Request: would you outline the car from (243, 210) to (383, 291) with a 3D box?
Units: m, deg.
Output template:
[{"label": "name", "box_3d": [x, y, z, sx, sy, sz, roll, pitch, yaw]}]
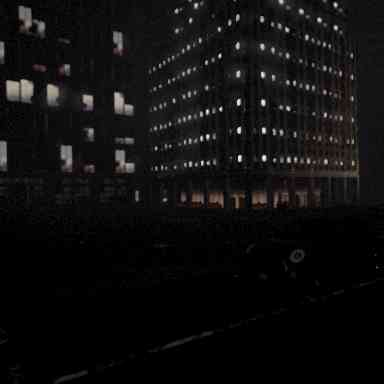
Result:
[{"label": "car", "box_3d": [3.274, 1.434, 8.915, 4.097, 1.590, 1.967, 0, -1, -35]}]

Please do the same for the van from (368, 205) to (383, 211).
[{"label": "van", "box_3d": [7.852, 1.330, 12.184, 3.998, 1.788, 1.690, 0, -1, -35]}]
